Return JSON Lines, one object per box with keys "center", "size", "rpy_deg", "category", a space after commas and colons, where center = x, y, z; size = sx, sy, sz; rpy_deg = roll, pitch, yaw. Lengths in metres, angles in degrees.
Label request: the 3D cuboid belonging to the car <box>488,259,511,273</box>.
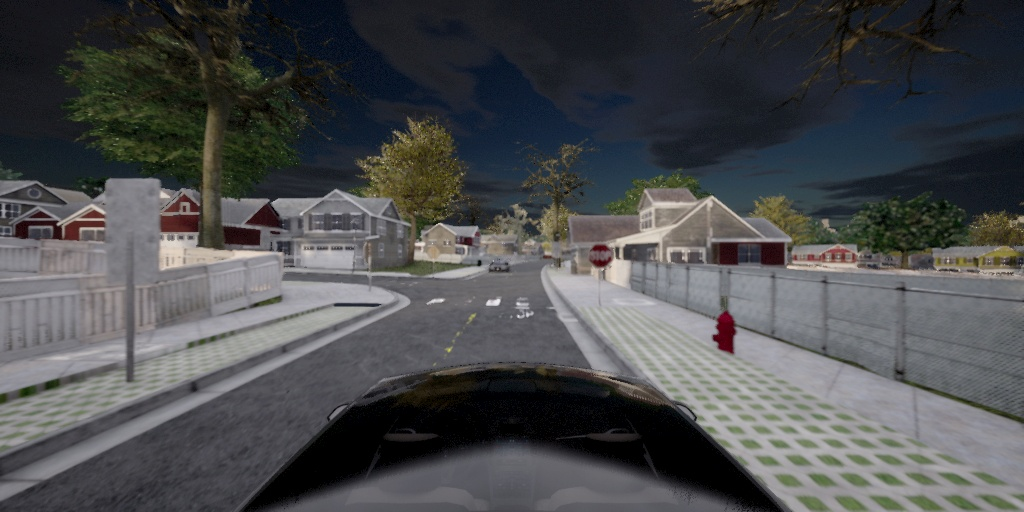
{"center": [-1.208, 1.036, 36.499], "size": [1.994, 1.385, 4.181], "rpy_deg": [0, 1, 5], "category": "car"}
